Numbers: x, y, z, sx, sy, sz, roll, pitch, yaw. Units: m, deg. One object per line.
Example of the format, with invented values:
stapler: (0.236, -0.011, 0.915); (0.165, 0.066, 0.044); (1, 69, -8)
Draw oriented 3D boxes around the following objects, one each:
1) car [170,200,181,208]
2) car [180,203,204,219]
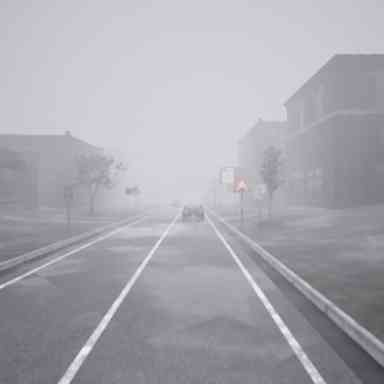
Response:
car: (-3.009, 2.216, 62.945); (2.033, 1.411, 5.357); (0, -1, 0)
car: (0.097, 1.810, 30.237); (1.895, 1.301, 4.718); (0, -2, -1)
